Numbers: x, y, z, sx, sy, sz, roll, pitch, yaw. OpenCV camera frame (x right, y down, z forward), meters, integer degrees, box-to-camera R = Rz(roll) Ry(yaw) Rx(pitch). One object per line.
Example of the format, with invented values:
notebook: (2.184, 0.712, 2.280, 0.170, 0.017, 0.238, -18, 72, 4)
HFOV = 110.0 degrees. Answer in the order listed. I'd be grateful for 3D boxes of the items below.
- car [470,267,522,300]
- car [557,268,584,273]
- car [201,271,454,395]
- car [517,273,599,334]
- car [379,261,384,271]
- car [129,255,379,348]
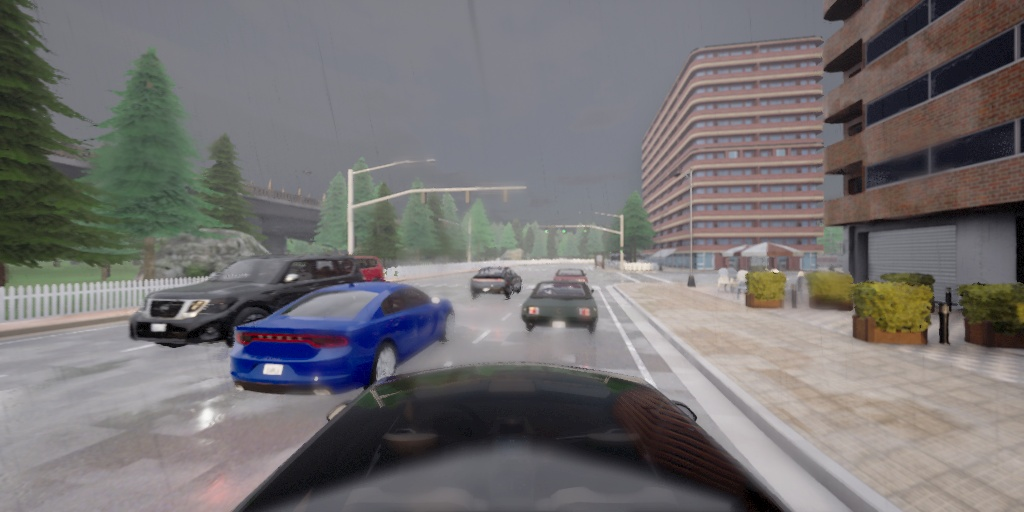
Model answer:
car: (-0.673, 1.274, 18.000, 2.128, 1.511, 4.902, 0, 0, 10)
car: (3.529, 1.396, 21.540, 1.895, 1.301, 4.718, 0, 0, 11)
car: (-2.585, 1.234, 6.845, 1.882, 1.535, 5.008, 0, 0, 8)
car: (1.537, 1.372, 10.835, 1.895, 1.301, 4.718, 0, 0, 10)
car: (-8.187, 0.990, 16.883, 2.150, 2.045, 5.566, 0, 0, 11)
car: (-6.069, 0.976, 9.375, 2.150, 2.045, 5.566, 0, 0, 10)
